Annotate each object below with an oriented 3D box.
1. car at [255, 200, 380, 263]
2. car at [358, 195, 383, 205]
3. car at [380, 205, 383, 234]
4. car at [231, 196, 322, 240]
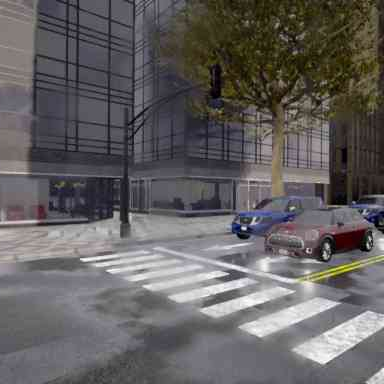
[{"bbox_3d":[4.700,1.355,12.168,4.553,1.767,2.097,0,0,-39],"label":"car"},{"bbox_3d":[12.477,1.225,22.588,5.566,2.045,2.150,0,0,-39],"label":"car"},{"bbox_3d":[12.076,1.553,18.100,5.357,1.411,2.033,0,0,-39],"label":"car"},{"bbox_3d":[4.395,1.223,16.093,5.566,2.045,2.150,0,0,-39],"label":"car"}]
